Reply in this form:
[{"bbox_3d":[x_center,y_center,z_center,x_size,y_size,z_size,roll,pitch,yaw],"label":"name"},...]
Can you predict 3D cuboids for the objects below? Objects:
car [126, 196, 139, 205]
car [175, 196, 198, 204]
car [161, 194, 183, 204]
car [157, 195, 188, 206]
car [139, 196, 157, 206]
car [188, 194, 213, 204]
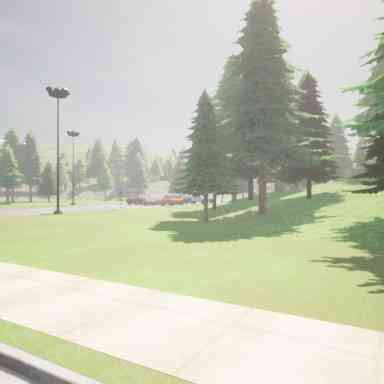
[{"bbox_3d":[-9.343,1.493,58.145,2.128,1.511,4.902,0,0,32],"label":"car"},{"bbox_3d":[-1.016,1.549,65.231,2.033,1.411,5.357,0,0,31],"label":"car"},{"bbox_3d":[-4.025,1.353,67.019,2.097,1.767,4.553,0,0,31],"label":"car"},{"bbox_3d":[-3.116,1.353,54.905,2.097,1.767,4.553,0,0,32],"label":"car"},{"bbox_3d":[-6.321,1.602,56.374,1.895,1.301,4.718,0,0,32],"label":"car"},{"bbox_3d":[1.993,1.223,63.443,2.150,2.045,5.566,0,0,31],"label":"car"}]
